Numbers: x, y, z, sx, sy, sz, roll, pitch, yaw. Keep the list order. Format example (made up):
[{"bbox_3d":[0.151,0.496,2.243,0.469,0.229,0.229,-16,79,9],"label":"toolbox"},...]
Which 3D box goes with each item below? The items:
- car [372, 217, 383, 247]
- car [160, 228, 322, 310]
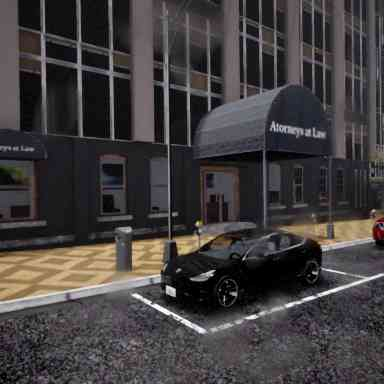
[{"bbox_3d":[9.603,1.310,14.003,5.009,1.841,2.192,0,-1,-37],"label":"car"},{"bbox_3d":[1.325,1.564,7.805,4.313,1.339,1.947,0,-1,-37],"label":"car"}]
